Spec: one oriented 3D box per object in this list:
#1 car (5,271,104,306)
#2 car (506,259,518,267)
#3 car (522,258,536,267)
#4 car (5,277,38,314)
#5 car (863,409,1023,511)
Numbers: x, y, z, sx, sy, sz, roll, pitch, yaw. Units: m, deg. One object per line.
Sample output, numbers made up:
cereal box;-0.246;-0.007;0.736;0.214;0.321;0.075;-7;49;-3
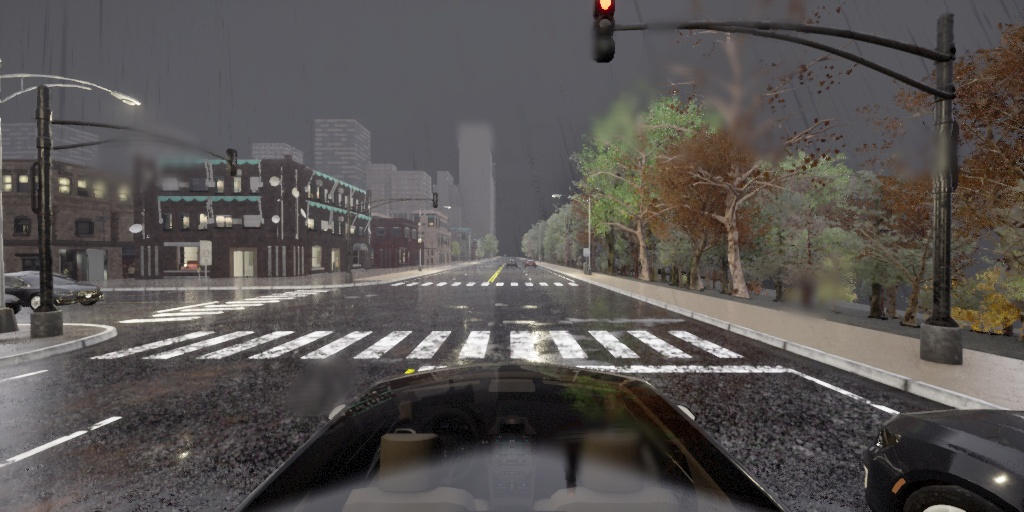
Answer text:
car;-20.315;1.480;15.131;4.892;1.490;1.837;-1;1;0
car;-0.048;1.230;63.053;1.837;1.490;4.892;0;0;0
car;3.204;1.251;63.367;1.812;1.442;4.674;0;0;0
car;-19.973;1.565;12.427;4.313;1.339;1.948;0;0;0
car;3.353;1.255;0.435;1.837;1.490;4.892;0;0;0
